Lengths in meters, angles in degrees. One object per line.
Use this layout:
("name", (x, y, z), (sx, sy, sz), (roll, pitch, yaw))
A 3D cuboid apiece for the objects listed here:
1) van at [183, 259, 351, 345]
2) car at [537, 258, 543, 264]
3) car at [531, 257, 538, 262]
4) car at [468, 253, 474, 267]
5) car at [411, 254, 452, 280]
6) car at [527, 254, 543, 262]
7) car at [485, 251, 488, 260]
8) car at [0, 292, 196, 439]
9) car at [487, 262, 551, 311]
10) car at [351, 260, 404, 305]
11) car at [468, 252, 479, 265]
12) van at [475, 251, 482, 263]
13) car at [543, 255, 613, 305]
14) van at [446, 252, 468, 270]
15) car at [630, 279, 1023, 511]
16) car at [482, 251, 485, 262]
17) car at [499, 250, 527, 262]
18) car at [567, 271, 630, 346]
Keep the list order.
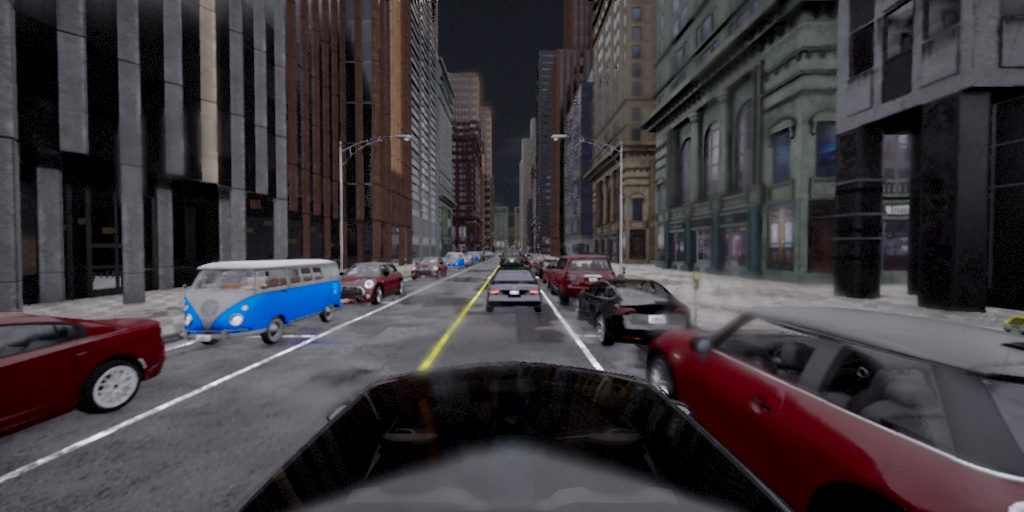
("van", (-5.788, 0.977, 8.824), (1.690, 1.789, 3.998), (0, 0, 0))
("car", (2.694, 0.993, 20.137), (1.888, 1.381, 4.507), (0, 0, 0))
("car", (2.673, 0.922, 25.773), (1.948, 1.339, 4.313), (0, 0, 0))
("car", (-5.915, 0.613, 42.470), (1.751, 1.417, 4.829), (0, 0, 0))
("car", (-5.852, 0.801, 25.732), (1.967, 1.591, 4.097), (0, 0, 0))
("car", (2.631, 0.613, 37.043), (1.967, 1.591, 4.097), (0, 0, 0))
("car", (-6.000, 0.044, 65.183), (2.192, 1.841, 5.009), (0, 0, 0))
("car", (-5.767, 1.274, 3.188), (1.888, 1.381, 4.507), (0, 0, 0))
("car", (0.058, 1.108, 13.281), (2.033, 1.411, 5.357), (0, 1, 0))
("car", (-5.809, 0.985, 14.460), (1.967, 1.591, 4.097), (0, 0, 0))
("car", (-5.937, 0.547, 48.275), (2.007, 1.370, 4.403), (0, 0, 0))
("van", (-5.958, 0.248, 53.911), (1.690, 1.789, 3.998), (0, 0, 0))
("car", (2.716, 0.855, 14.502), (2.192, 1.841, 5.009), (0, 0, 0))
("van", (-5.894, 0.519, 37.004), (1.690, 1.789, 3.998), (0, 0, 0))
("car", (2.758, 1.163, 3.230), (1.967, 1.591, 4.097), (0, 0, 0))
("car", (-5.979, 0.258, 59.546), (1.967, 1.591, 4.097), (0, 0, 0))
("car", (-0.016, 0.466, 32.731), (2.150, 2.045, 5.566), (0, 1, 0))
("car", (2.737, 1.198, 8.866), (1.948, 1.339, 4.313), (0, 0, 0))
